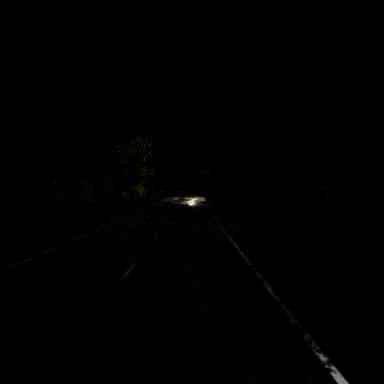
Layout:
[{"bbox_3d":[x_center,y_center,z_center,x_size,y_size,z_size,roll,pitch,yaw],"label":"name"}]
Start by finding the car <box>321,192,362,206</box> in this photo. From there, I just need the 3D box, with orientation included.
[{"bbox_3d":[18.303,0.726,40.691,4.553,1.767,2.097,-1,0,0],"label":"car"}]
